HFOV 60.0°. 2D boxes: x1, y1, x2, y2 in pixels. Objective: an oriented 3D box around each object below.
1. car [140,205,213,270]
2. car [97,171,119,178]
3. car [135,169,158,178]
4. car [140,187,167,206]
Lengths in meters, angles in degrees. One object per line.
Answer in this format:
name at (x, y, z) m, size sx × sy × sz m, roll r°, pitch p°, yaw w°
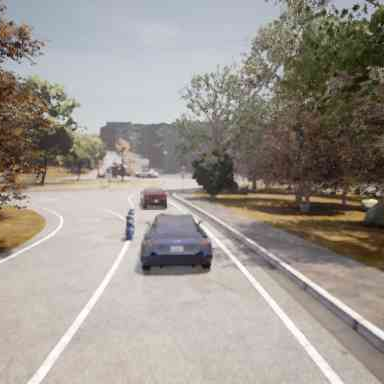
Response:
car at (-0.544, 1.359, 10.482) m, size 1.994 × 1.385 × 4.181 m, roll 0°, pitch 2°, yaw -5°
car at (-18.700, -3.919, 74.051) m, size 4.553 × 1.767 × 2.097 m, roll 0°, pitch 5°, yaw 1°
car at (-10.224, -4.172, 74.735) m, size 5.566 × 2.045 × 2.150 m, roll 3°, pitch 6°, yaw 28°
car at (-3.209, 0.333, 27.384) m, size 1.882 × 1.535 × 5.008 m, roll -1°, pitch 5°, yaw -12°
